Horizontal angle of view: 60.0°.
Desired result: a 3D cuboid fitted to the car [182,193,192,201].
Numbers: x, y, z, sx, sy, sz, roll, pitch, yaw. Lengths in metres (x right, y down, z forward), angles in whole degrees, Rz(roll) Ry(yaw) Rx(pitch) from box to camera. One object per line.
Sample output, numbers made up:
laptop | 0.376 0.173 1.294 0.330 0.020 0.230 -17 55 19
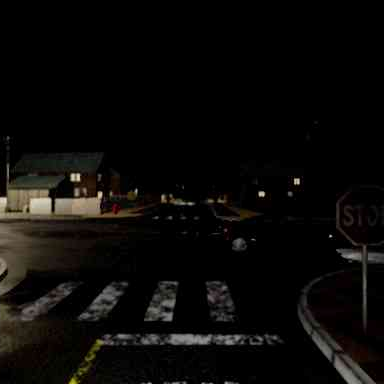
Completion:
car | -1.038 1.032 71.323 2.097 1.767 4.553 0 0 2

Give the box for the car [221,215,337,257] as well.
car | 3.213 1.574 12.693 4.181 1.385 1.994 1 0 8
